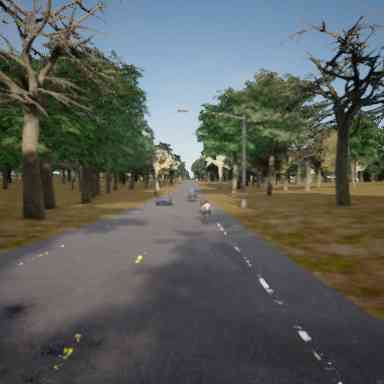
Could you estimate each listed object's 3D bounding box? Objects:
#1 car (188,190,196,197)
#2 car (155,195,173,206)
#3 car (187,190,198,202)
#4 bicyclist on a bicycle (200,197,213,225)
[{"bbox_3d":[0.006,0.357,74.749,1.837,1.490,4.892,0,2,0],"label":"car"},{"bbox_3d":[-3.581,1.119,43.205,1.994,1.385,4.181,0,1,0],"label":"car"},{"bbox_3d":[0.070,0.809,56.232,2.128,1.511,4.902,0,1,0],"label":"car"},{"bbox_3d":[0.994,1.315,21.816,0.866,1.612,1.509,0,1,0],"label":"bicyclist on a bicycle"}]
